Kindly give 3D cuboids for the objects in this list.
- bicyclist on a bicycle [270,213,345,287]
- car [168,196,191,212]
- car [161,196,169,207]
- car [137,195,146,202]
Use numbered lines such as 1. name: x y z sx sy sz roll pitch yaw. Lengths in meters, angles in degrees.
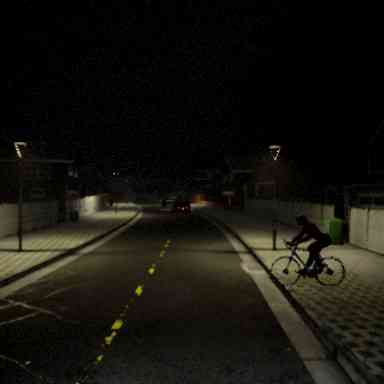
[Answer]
1. bicyclist on a bicycle: 2.558 1.303 7.345 1.656 1.620 0.582 1 0 2
2. car: -1.262 1.435 36.893 1.837 1.490 4.892 0 0 -8
3. car: -3.335 1.374 48.227 2.128 1.511 4.902 0 0 -12
4. car: -10.657 1.268 70.546 2.033 1.411 5.357 0 0 -7
